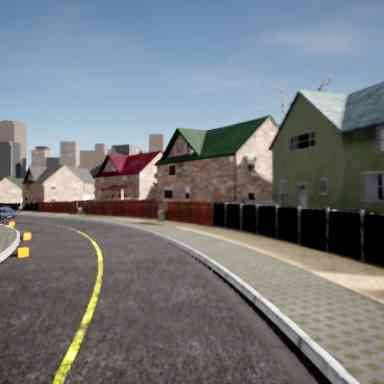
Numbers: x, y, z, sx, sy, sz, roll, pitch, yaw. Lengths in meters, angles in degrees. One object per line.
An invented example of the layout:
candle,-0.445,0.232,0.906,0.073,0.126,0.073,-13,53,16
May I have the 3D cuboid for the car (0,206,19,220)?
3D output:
car,-20.861,2.281,36.798,2.033,1.411,5.357,-1,-1,-43
